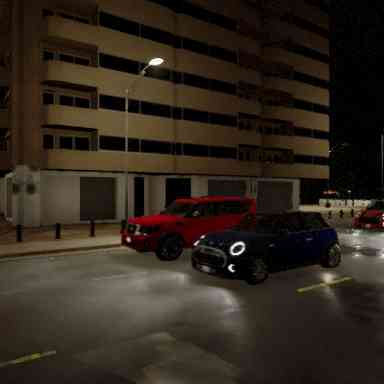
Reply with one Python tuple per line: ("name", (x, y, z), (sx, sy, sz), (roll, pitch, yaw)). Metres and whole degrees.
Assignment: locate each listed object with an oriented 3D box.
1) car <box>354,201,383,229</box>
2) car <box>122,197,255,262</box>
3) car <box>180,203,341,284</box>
("car", (11.954, 1.351, 20.283), (4.553, 1.767, 2.097), (0, 0, -33))
("car", (0.212, 1.222, 12.517), (5.566, 2.045, 2.150), (0, 0, -33))
("car", (2.215, 1.352, 9.646), (4.553, 1.767, 2.097), (0, 0, -34))
